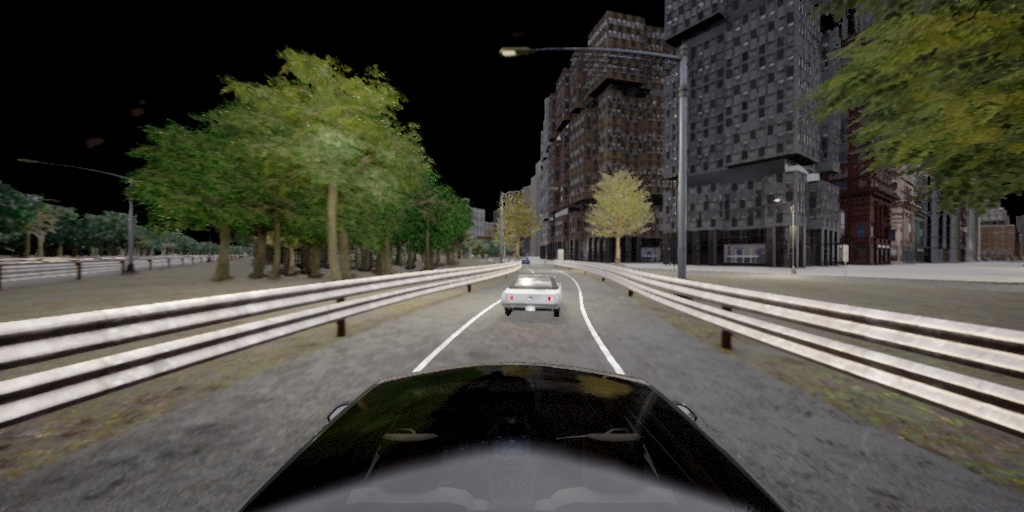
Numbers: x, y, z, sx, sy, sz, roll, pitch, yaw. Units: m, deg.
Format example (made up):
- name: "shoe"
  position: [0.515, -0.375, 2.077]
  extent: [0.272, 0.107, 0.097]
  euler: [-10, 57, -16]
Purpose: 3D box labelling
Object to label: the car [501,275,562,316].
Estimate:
- name: "car"
  position: [0.901, 1.340, 13.326]
  extent: [1.895, 1.301, 4.718]
  euler: [0, 0, 8]
